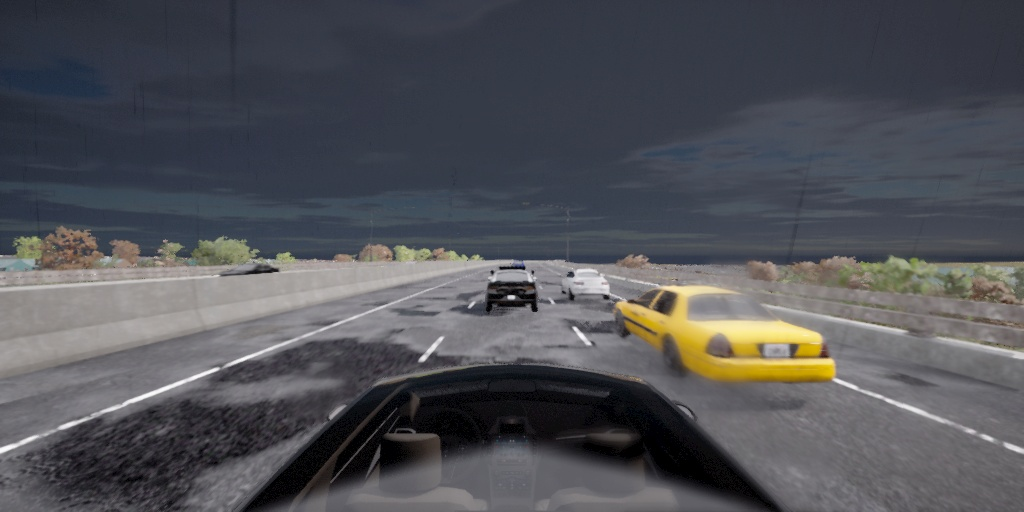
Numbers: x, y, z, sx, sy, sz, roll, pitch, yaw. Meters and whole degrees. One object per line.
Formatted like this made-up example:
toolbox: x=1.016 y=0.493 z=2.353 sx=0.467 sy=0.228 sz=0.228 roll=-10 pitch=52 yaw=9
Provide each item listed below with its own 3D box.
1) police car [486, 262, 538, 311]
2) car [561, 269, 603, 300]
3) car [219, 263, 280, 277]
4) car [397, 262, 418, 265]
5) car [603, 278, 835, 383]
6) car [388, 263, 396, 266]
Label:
police car: x=0.017 y=1.232 z=14.967 sx=1.930 sy=1.638 sz=5.238 roll=0 pitch=0 yaw=1
car: x=3.577 y=1.350 z=18.030 sx=1.812 sy=1.442 sz=4.674 roll=0 pitch=0 yaw=1
car: x=-20.866 y=1.341 z=28.735 sx=1.882 sy=1.535 sz=5.008 roll=0 pitch=0 yaw=1
car: x=-13.399 y=1.507 z=47.609 sx=1.812 sy=1.442 sz=4.674 roll=0 pitch=-1 yaw=-1
car: x=3.507 y=1.232 z=7.297 sx=1.801 sy=1.575 sz=5.366 roll=0 pitch=0 yaw=0
car: x=-16.870 y=1.600 z=50.772 sx=1.895 sy=1.301 sz=4.718 roll=0 pitch=0 yaw=-8
